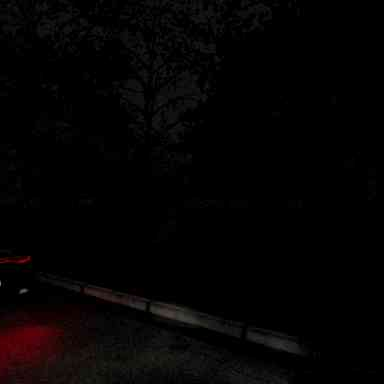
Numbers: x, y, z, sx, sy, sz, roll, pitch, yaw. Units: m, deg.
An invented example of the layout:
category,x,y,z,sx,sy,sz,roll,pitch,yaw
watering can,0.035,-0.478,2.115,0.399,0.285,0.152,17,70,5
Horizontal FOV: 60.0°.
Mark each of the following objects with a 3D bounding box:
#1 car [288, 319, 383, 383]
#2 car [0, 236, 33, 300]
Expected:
category,x,y,z,sx,sy,sz,roll,pitch,yaw
car,2.646,1.351,1.476,4.553,1.767,2.097,0,0,36
car,-5.539,1.488,7.378,5.008,1.535,1.882,0,0,36
